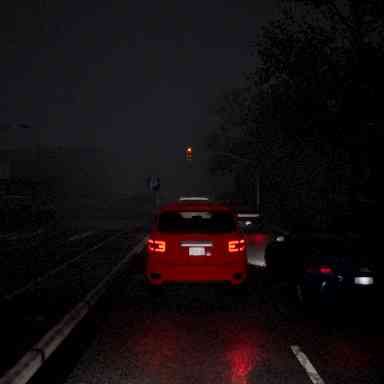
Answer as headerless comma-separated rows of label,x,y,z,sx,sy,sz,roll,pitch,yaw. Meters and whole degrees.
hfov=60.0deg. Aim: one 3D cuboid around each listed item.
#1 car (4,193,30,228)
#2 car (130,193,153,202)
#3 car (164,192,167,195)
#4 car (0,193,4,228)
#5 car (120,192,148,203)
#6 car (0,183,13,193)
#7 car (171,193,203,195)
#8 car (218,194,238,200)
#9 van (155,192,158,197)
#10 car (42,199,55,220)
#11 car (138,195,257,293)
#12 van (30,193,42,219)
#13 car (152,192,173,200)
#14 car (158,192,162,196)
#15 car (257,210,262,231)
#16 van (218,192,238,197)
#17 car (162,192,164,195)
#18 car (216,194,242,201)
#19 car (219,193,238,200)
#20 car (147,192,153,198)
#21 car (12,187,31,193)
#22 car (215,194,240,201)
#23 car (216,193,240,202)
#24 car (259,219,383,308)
car,-13.755,1.269,21.186,5.566,2.045,2.435,-1,0,-20
car,-10.830,1.197,70.955,4.553,1.767,2.185,-1,0,-14
car,-9.414,1.360,82.966,4.674,1.452,2.002,-1,0,-13
car,-13.823,1.264,18.149,5.566,2.045,2.435,-1,0,-20
car,-11.558,1.359,65.010,4.792,1.488,2.163,-1,0,-15
car,-31.257,-0.424,55.904,2.435,2.045,5.566,6,-3,-19
car,0.120,1.247,19.402,2.150,2.045,5.566,0,0,0
car,8.947,1.299,82.380,4.674,1.452,2.002,1,0,-12
van,-10.370,1.094,73.996,4.442,1.987,1.878,-1,0,-14
car,-13.675,1.405,27.200,4.553,1.767,2.185,-1,0,-19
car,0.088,1.230,9.044,2.150,2.045,5.566,0,0,0
van,-13.645,1.298,24.222,4.442,1.987,1.878,-1,0,-20
car,-8.164,1.066,91.956,5.566,2.045,2.435,-1,0,-12
car,-10.148,1.323,76.968,4.892,1.521,2.231,-1,0,-14
car,3.134,1.517,20.873,2.128,1.511,4.902,0,0,0
van,7.165,1.044,67.638,4.442,1.987,1.878,1,0,-14
car,-9.780,1.360,79.964,4.674,1.452,2.002,-1,0,-13
car,8.074,1.265,73.602,5.366,1.575,1.946,1,0,-13
car,9.308,1.130,85.311,4.553,1.767,2.185,1,0,-12
car,-10.919,1.316,68.003,5.366,1.575,1.946,-1,0,-15
car,-28.263,0.138,55.849,2.002,1.452,4.674,6,-3,-19
car,8.051,1.259,76.454,5.366,1.575,1.946,1,0,-13
car,7.543,1.143,70.608,4.553,1.767,2.185,1,0,-14
car,3.090,1.569,7.973,1.994,1.385,4.181,0,0,0
